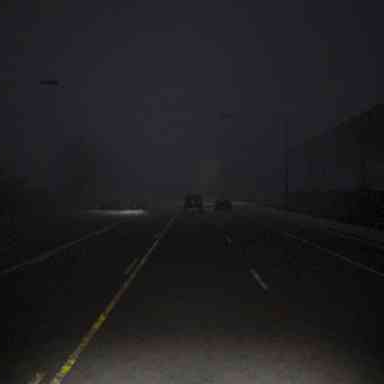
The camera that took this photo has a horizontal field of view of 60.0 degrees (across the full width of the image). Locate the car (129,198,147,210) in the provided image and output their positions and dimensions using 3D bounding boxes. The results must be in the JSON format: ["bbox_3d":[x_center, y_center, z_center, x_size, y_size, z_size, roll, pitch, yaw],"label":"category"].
[{"bbox_3d":[-7.053,1.506,43.702,2.128,1.511,4.902,0,0,0],"label":"car"}]

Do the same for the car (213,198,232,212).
[{"bbox_3d":[3.618,1.499,39.280,1.882,1.535,5.008,0,0,0],"label":"car"}]

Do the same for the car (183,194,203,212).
[{"bbox_3d":[0.120,1.243,38.783,2.150,2.045,5.566,0,0,0],"label":"car"}]

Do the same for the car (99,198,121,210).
[{"bbox_3d":[-10.556,1.491,43.054,1.882,1.535,5.008,0,0,0],"label":"car"}]
